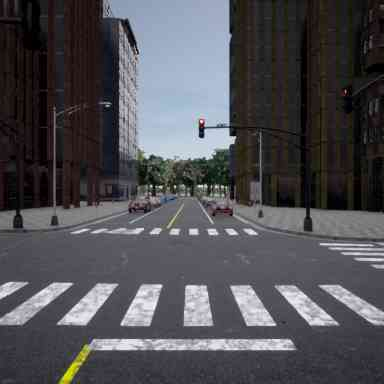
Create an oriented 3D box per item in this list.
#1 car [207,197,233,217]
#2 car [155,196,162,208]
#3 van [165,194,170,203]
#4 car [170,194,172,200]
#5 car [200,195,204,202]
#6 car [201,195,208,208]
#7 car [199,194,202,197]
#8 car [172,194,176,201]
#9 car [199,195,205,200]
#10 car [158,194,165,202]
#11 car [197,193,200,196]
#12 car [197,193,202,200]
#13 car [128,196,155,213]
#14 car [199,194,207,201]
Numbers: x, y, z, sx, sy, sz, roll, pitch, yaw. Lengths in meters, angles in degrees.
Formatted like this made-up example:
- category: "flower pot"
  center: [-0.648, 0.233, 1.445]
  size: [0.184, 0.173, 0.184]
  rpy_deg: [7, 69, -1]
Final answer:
- category: "car"
  center: [2.754, 1.444, 31.783]
  size: [1.967, 1.590, 4.097]
  rpy_deg: [0, 0, 0]
- category: "car"
  center: [-5.776, 1.591, 48.093]
  size: [1.802, 1.307, 4.206]
  rpy_deg: [0, 0, 0]
- category: "van"
  center: [-5.780, 1.358, 64.406]
  size: [1.690, 1.788, 3.998]
  rpy_deg: [0, 0, 0]
- category: "car"
  center: [-5.782, 1.571, 69.844]
  size: [2.008, 1.369, 4.403]
  rpy_deg: [0, 0, 0]
- category: "car"
  center: [2.748, 1.556, 53.533]
  size: [1.887, 1.381, 4.507]
  rpy_deg: [0, 0, 0]
- category: "car"
  center: [2.750, 1.560, 48.095]
  size: [2.008, 1.369, 4.403]
  rpy_deg: [0, 0, 0]
- category: "car"
  center: [2.745, 1.542, 64.578]
  size: [1.752, 1.417, 4.829]
  rpy_deg: [0, 0, 0]
- category: "car"
  center: [-5.786, 1.597, 86.156]
  size: [1.947, 1.339, 4.313]
  rpy_deg: [0, 0, 0]
- category: "car"
  center: [2.738, 1.561, 91.766]
  size: [1.752, 1.417, 4.829]
  rpy_deg: [0, 0, 0]
- category: "car"
  center: [-5.777, 1.537, 53.361]
  size: [1.752, 1.417, 4.829]
  rpy_deg: [0, 0, 0]
- category: "car"
  center: [2.740, 1.342, 80.721]
  size: [2.192, 1.841, 5.009]
  rpy_deg: [0, 0, 0]
- category: "car"
  center: [2.742, 1.549, 75.453]
  size: [1.752, 1.417, 4.829]
  rpy_deg: [0, 0, 0]
- category: "car"
  center: [-5.773, 1.321, 37.218]
  size: [2.192, 1.841, 5.009]
  rpy_deg: [0, 0, 0]
- category: "car"
  center: [2.747, 1.559, 58.971]
  size: [1.887, 1.381, 4.507]
  rpy_deg: [0, 0, 0]
